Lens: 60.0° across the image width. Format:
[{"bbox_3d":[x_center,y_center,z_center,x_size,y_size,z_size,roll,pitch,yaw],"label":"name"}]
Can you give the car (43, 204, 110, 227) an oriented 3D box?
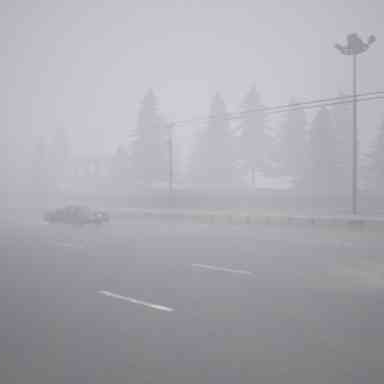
[{"bbox_3d":[-7.886,1.543,22.517,5.357,1.411,2.033,0,0,36],"label":"car"}]
